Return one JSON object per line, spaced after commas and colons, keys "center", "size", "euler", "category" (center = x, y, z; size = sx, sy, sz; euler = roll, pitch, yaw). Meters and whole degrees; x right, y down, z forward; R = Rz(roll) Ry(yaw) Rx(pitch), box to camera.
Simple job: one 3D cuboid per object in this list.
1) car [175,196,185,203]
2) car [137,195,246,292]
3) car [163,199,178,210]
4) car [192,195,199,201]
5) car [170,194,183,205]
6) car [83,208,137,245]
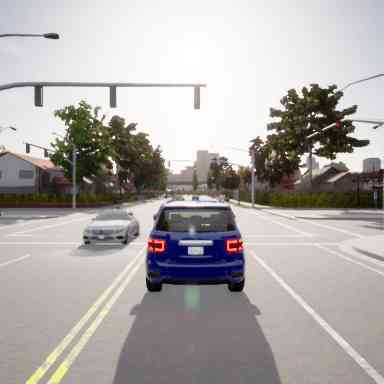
{"center": [-2.641, 1.552, 73.091], "size": [1.994, 1.385, 4.181], "euler": [0, 0, 0], "category": "car"}
{"center": [0.074, 1.222, 9.098], "size": [2.150, 2.045, 5.566], "euler": [0, 0, 0], "category": "car"}
{"center": [-2.746, 1.601, 43.465], "size": [1.895, 1.301, 4.718], "euler": [0, 0, -2], "category": "car"}
{"center": [0.961, 1.478, 88.056], "size": [1.882, 1.535, 5.008], "euler": [0, 0, 0], "category": "car"}
{"center": [-2.793, 1.352, 61.133], "size": [2.097, 1.767, 4.553], "euler": [0, 0, 1], "category": "car"}
{"center": [-3.594, 1.526, 15.572], "size": [1.812, 1.442, 4.674], "euler": [0, 0, 0], "category": "car"}
